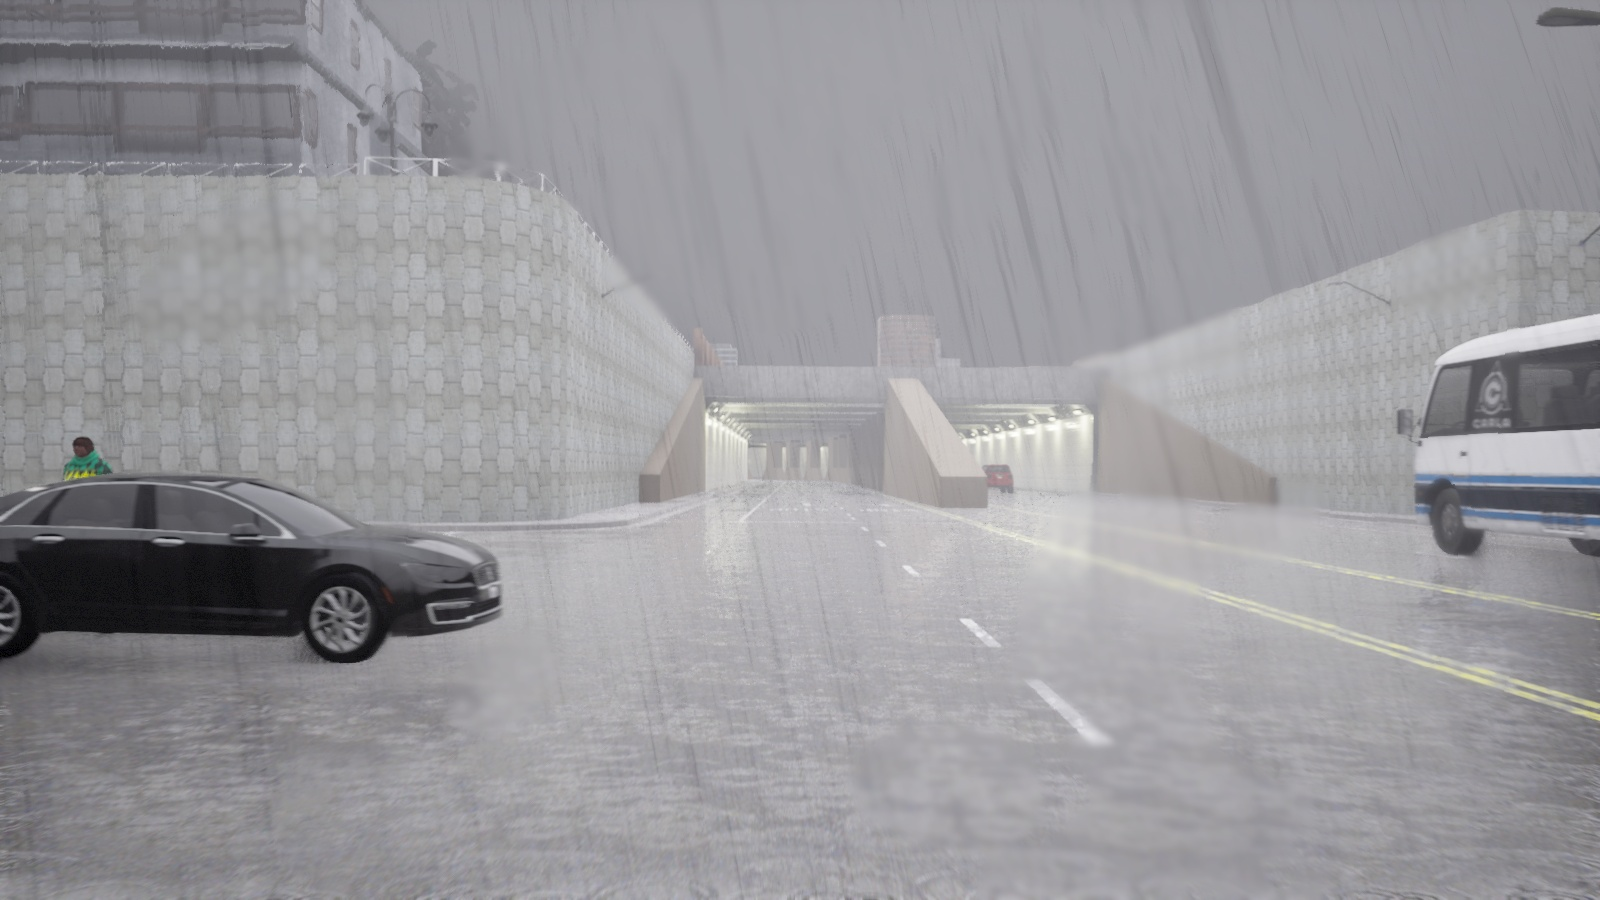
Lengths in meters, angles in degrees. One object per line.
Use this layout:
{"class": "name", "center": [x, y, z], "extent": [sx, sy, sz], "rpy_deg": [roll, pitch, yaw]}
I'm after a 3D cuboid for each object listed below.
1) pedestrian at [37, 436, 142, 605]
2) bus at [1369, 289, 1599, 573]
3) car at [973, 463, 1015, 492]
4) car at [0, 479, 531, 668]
{"class": "pedestrian", "center": [-8.541, 0.826, 15.116], "extent": [0.659, 1.952, 0.873], "rpy_deg": [-1, -1, 21]}
{"class": "bus", "center": [13.978, -0.251, 21.290], "extent": [3.944, 4.253, 10.273], "rpy_deg": [0, -1, 0]}
{"class": "car", "center": [13.930, 1.965, 90.381], "extent": [2.150, 2.045, 5.566], "rpy_deg": [0, -1, 0]}
{"class": "car", "center": [-5.002, 1.010, 10.969], "extent": [4.892, 1.490, 1.837], "rpy_deg": [0, -1, 2]}
